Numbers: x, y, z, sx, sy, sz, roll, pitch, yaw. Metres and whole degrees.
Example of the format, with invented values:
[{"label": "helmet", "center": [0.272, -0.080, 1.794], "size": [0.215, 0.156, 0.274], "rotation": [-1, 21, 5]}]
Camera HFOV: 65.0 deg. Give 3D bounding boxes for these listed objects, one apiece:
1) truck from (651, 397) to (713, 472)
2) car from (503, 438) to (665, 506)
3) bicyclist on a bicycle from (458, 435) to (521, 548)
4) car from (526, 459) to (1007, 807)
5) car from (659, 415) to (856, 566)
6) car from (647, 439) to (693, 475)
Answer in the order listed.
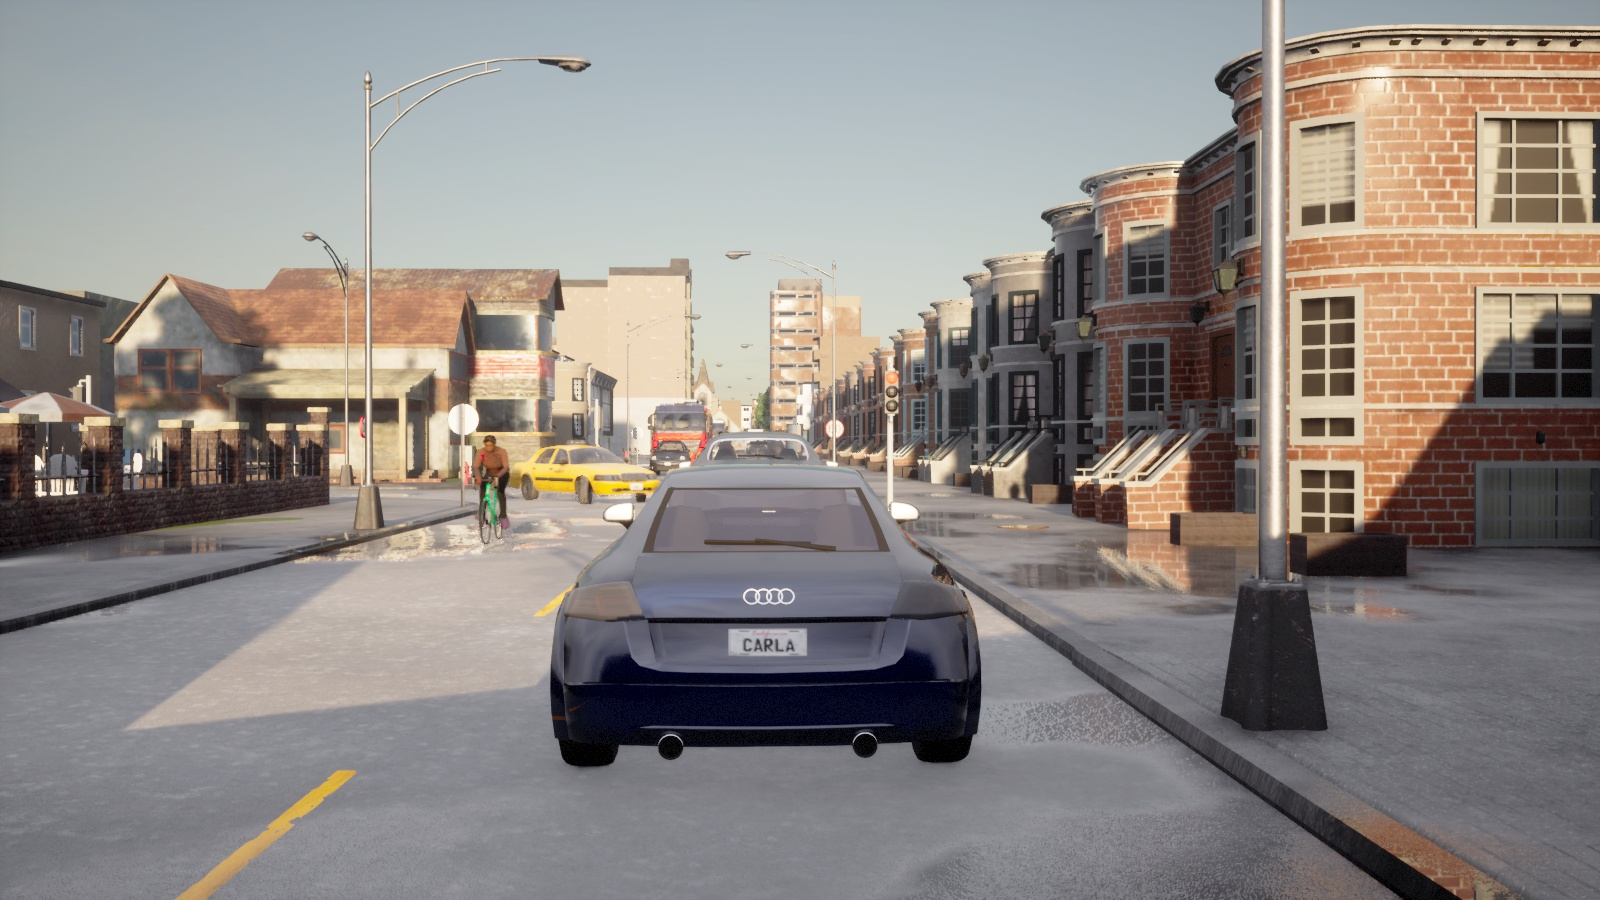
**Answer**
[{"label": "truck", "center": [-6.322, -0.810, 68.437], "size": [2.891, 3.827, 8.468], "rotation": [0, 0, -2]}, {"label": "car", "center": [-5.614, 0.500, 32.021], "size": [1.801, 1.575, 5.366], "rotation": [-1, 1, -37]}, {"label": "bicyclist on a bicycle", "center": [-4.634, 0.589, 18.831], "size": [0.582, 1.620, 1.656], "rotation": [0, 1, -2]}, {"label": "car", "center": [-0.217, 0.769, 7.301], "size": [1.994, 1.385, 4.181], "rotation": [0, 0, -2]}, {"label": "car", "center": [-0.538, 0.433, 16.299], "size": [2.152, 1.651, 5.027], "rotation": [0, 0, -2]}, {"label": "car", "center": [-5.971, 0.312, 58.107], "size": [1.851, 1.617, 3.988], "rotation": [0, 0, -2]}]
